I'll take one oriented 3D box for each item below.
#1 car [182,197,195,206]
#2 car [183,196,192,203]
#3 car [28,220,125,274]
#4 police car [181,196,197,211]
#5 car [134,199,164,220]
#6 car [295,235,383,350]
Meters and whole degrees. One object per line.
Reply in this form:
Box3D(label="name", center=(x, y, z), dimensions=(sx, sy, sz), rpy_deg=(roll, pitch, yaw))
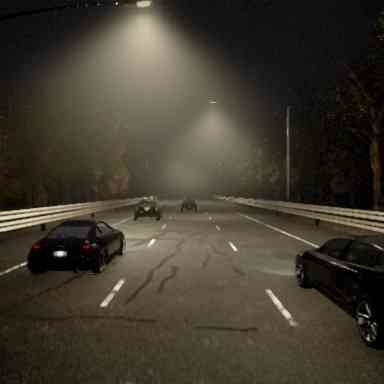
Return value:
Box3D(label="car", center=(-0.574, 1.559, 57.433), dimensions=(2.128, 1.511, 4.902), rpy_deg=(0, 0, -1))
Box3D(label="car", center=(-1.080, 1.636, 73.400), dimensions=(1.994, 1.385, 4.181), rpy_deg=(0, 0, -2))
Box3D(label="car", center=(-3.433, 1.579, 10.646), dimensions=(1.994, 1.385, 4.181), rpy_deg=(0, 0, 0))
Box3D(label="police car", center=(-0.371, 1.479, 42.202), dimensions=(1.930, 1.638, 5.238), rpy_deg=(0, 0, -1))
Box3D(label="car", center=(-3.577, 1.390, 28.325), dimensions=(2.097, 1.767, 4.553), rpy_deg=(0, 0, -1))
Box3D(label="car", center=(3.490, 1.512, 6.266), dimensions=(2.163, 1.488, 4.792), rpy_deg=(0, 0, 0))
